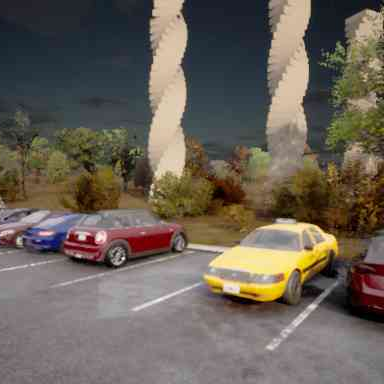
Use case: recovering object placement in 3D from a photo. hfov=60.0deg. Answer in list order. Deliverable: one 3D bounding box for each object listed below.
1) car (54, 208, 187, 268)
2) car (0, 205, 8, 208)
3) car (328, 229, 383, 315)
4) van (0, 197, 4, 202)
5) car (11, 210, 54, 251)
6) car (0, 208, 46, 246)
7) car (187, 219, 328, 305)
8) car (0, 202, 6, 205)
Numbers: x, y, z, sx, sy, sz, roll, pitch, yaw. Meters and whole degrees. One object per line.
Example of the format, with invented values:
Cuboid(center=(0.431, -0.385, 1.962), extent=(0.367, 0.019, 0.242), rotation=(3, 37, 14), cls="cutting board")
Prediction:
Cuboid(center=(-2.103, 1.391, 11.815), extent=(2.185, 1.767, 4.553), rotation=(0, 0, 35), cls="car")
Cuboid(center=(-8.844, 1.547, 16.611), extent=(2.163, 1.488, 4.792), rotation=(0, 0, 35), cls="car")
Cuboid(center=(4.666, 1.511, 7.074), extent=(2.163, 1.488, 4.792), rotation=(0, 0, 35), cls="car")
Cuboid(center=(-13.245, 1.275, 19.921), extent=(1.878, 1.987, 4.442), rotation=(0, 0, 35), cls="van")
Cuboid(center=(-4.337, 1.558, 13.439), extent=(2.002, 1.452, 4.674), rotation=(0, 0, 35), cls="car")
Cuboid(center=(-6.578, 1.559, 15.039), extent=(2.002, 1.452, 4.674), rotation=(0, 0, 35), cls="car")
Cuboid(center=(2.292, 1.493, 8.499), extent=(1.946, 1.575, 5.366), rotation=(0, 0, 35), cls="car")
Cuboid(center=(-11.053, 1.539, 18.255), extent=(2.163, 1.488, 4.792), rotation=(0, 0, 35), cls="car")
